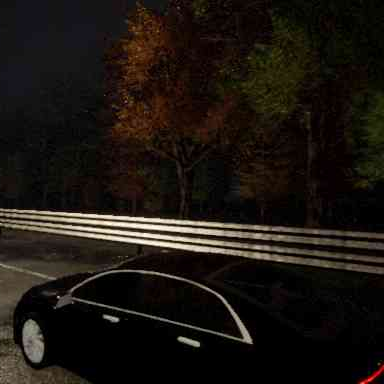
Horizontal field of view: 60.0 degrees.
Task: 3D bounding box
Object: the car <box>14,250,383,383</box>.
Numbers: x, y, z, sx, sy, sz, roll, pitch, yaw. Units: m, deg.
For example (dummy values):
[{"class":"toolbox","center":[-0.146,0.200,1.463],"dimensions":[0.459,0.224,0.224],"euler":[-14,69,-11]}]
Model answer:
[{"class":"car","center":[-0.292,1.502,4.078],"dimensions":[4.892,1.490,1.837],"euler":[0,0,36]}]
